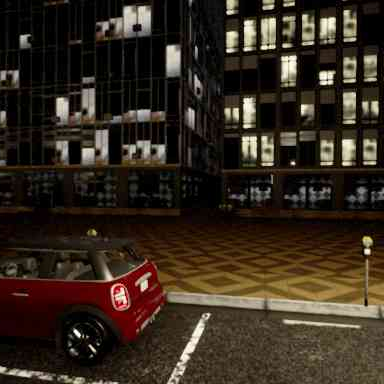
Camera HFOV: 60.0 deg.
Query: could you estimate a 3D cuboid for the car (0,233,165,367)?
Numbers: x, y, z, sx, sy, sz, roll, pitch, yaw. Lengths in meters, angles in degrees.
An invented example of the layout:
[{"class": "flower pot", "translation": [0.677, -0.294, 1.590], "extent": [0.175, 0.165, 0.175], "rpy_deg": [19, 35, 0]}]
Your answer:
[{"class": "car", "translation": [-2.614, 1.439, 5.454], "extent": [4.097, 1.590, 1.967], "rpy_deg": [0, 0, 13]}]
